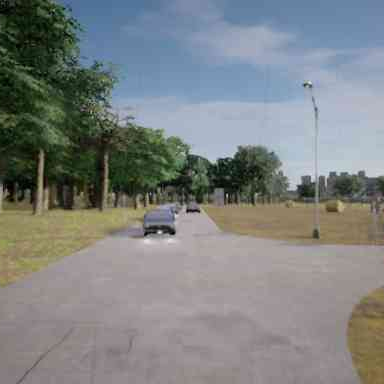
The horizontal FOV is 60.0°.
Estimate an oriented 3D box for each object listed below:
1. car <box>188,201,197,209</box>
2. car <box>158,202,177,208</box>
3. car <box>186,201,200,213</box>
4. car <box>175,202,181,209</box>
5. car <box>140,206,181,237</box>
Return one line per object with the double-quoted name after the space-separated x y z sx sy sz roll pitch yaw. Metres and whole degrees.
0.123 2.691 69.020 1.837 1.490 4.892 0 -1 0 "car"
-2.794 1.995 32.692 1.812 1.442 4.674 0 -1 0 "car"
0.172 2.350 49.848 1.994 1.385 4.181 0 -1 0 "car"
-2.784 2.200 43.865 1.812 1.442 4.674 0 -1 0 "car"
-2.184 1.819 20.450 2.033 1.411 5.357 0 -1 -10 "car"
